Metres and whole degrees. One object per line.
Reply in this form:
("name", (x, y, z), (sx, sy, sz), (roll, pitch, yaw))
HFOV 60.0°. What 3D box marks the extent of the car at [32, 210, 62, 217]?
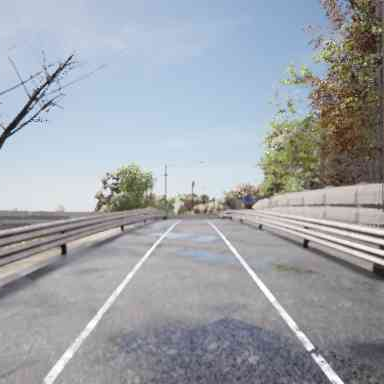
("car", (-24.472, 3.865, 56.279), (4.674, 1.442, 1.812), (3, -5, -36))
